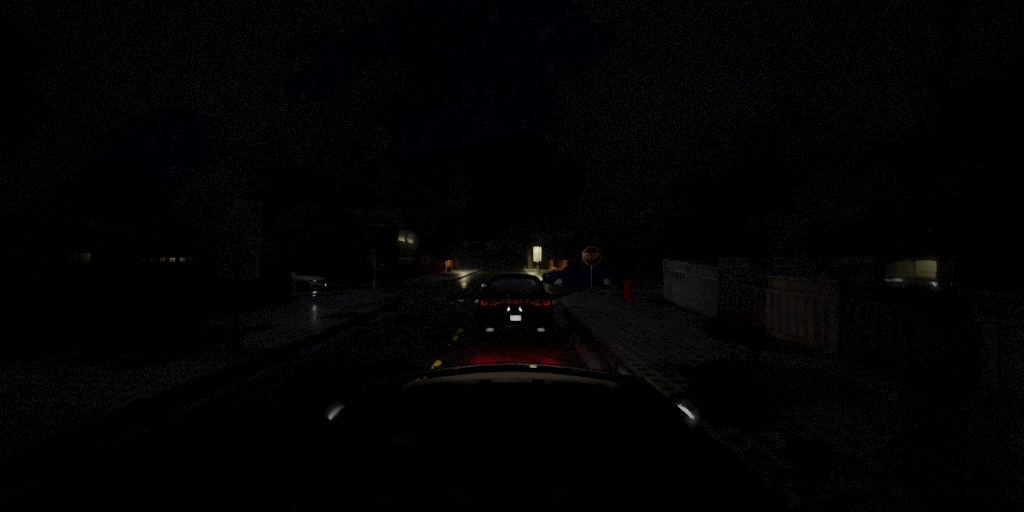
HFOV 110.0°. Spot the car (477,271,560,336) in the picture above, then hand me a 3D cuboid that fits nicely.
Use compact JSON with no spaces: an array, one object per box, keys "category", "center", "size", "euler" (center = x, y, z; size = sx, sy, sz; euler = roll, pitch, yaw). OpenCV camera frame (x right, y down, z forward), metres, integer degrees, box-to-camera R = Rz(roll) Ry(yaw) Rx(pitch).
[{"category":"car","center":[0.079,1.242,10.497],"size":[1.882,1.535,5.008],"euler":[0,0,0]}]

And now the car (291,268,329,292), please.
[{"category":"car","center":[-13.129,1.422,20.784],"size":[4.674,1.442,1.812],"euler":[-1,-2,0]}]

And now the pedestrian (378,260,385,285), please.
[{"category":"pedestrian","center":[-9.718,1.201,26.635],"size":[0.375,1.860,0.375],"euler":[0,-1,1]}]

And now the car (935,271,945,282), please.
[{"category":"car","center":[30.542,0.952,23.265],"size":[4.892,1.490,1.837],"euler":[0,-2,1]}]

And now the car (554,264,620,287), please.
[{"category":"car","center":[4.449,1.239,23.483],"size":[5.008,1.535,1.882],"euler":[0,-2,-2]}]
